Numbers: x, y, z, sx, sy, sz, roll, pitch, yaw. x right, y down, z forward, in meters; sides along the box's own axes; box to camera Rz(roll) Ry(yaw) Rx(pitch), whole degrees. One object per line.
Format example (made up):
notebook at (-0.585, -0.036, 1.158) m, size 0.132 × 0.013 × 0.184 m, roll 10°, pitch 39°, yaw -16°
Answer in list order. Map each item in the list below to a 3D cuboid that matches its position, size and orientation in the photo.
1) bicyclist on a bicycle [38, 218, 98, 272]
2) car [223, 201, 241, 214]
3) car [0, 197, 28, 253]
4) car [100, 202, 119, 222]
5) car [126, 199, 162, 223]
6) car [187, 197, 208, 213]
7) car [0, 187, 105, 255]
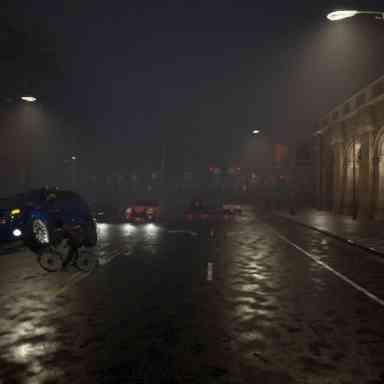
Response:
bicyclist on a bicycle at (-3.388, 1.484, 9.006) m, size 1.656 × 1.620 × 0.582 m, roll 2°, pitch 20°, yaw -1°
car at (4.261, 1.601, 36.019) m, size 1.895 × 1.301 × 4.718 m, roll 0°, pitch 0°, yaw 5°
car at (-8.213, 1.222, 11.398) m, size 2.150 × 2.045 × 5.566 m, roll 0°, pitch 0°, yaw 4°
car at (-7.108, 1.525, 26.223) m, size 1.812 × 1.442 × 4.674 m, roll 0°, pitch 0°, yaw 4°
car at (-3.633, 1.351, 25.804) m, size 2.097 × 1.767 × 4.553 m, roll 0°, pitch 0°, yaw 4°
car at (0.692, 1.352, 36.373) m, size 2.097 × 1.767 × 4.553 m, roll 0°, pitch 0°, yaw 4°
car at (-4.978, 1.002, 10.585) m, size 2.150 × 2.045 × 5.566 m, roll -17°, pitch -5°, yaw 3°
